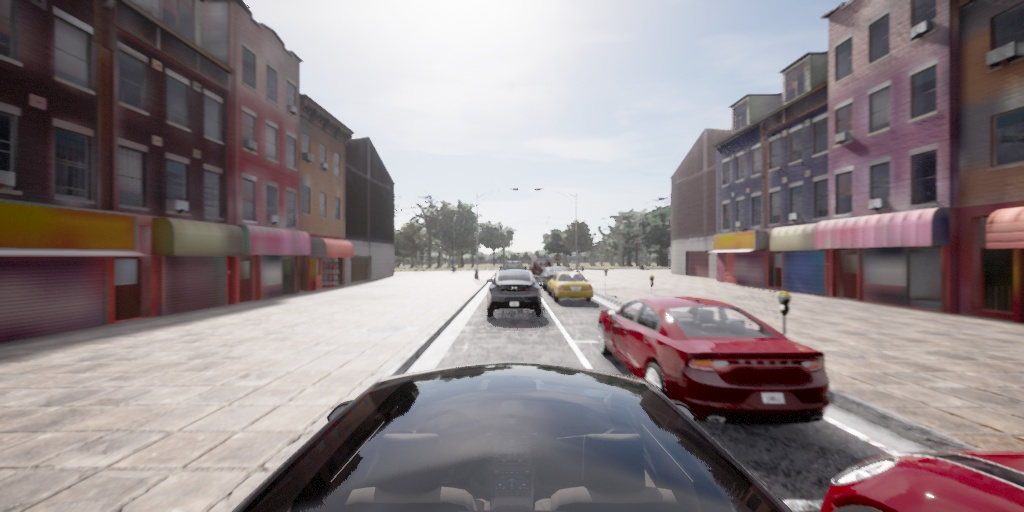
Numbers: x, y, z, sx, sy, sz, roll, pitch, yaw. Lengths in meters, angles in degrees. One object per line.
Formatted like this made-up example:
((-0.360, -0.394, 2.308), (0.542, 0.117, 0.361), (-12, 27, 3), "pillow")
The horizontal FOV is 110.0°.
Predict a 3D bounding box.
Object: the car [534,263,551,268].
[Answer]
((2.640, 1.344, 22.485), (2.007, 1.370, 4.403), (0, 0, 0), "car")

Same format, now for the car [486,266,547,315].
((0.086, 1.272, 13.523), (1.837, 1.490, 4.892), (0, -1, 0), "car")

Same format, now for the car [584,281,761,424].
((2.638, 1.301, 5.851), (1.888, 1.381, 4.507), (0, 0, 0), "car")

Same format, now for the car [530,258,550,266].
((2.641, 1.141, 33.577), (2.192, 1.841, 5.009), (0, 0, 0), "car")

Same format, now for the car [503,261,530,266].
((0.083, 1.161, 27.448), (2.097, 1.767, 4.553), (0, 0, 0), "car")

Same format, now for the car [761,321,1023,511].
((2.637, 1.188, 0.305), (1.967, 1.591, 4.097), (0, 0, 0), "car")

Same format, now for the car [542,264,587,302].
((2.639, 1.302, 17.111), (1.751, 1.417, 4.829), (0, 0, 0), "car")
